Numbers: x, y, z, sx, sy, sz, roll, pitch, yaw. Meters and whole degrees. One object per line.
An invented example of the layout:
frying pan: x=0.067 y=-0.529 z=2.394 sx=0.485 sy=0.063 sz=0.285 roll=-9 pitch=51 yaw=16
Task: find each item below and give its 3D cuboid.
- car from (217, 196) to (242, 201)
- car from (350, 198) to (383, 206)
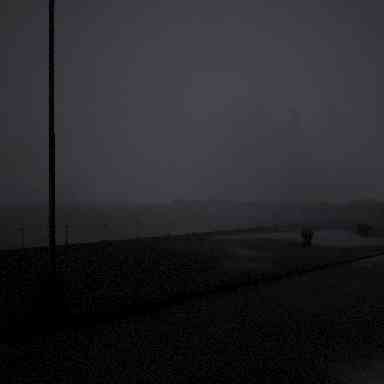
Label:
car: x=6.738 y=1.474 z=59.924 sx=2.033 sy=1.411 sz=5.357 roll=0 pitch=0 yaw=-35
car: x=21.320 y=1.436 z=39.458 sx=2.128 sy=1.511 sz=4.902 roll=0 pitch=0 yaw=-35
